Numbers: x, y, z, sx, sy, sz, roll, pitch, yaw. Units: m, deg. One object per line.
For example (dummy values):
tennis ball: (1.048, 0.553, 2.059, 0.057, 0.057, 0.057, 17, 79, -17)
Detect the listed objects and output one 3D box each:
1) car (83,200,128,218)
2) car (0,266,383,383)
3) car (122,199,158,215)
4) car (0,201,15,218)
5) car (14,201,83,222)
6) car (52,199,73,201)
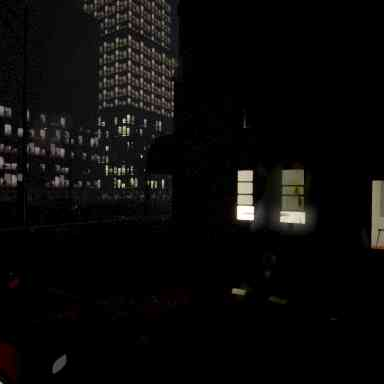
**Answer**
car: (-8.631, 1.731, 31.956, 1.947, 1.339, 4.313, 1, 0, 34)
car: (-0.024, 1.544, 2.839, 4.507, 1.381, 1.887, 0, 1, 34)
car: (-5.543, 1.773, 36.483, 1.802, 1.307, 4.206, 1, 0, 34)
car: (-17.556, 1.542, 29.372, 1.837, 1.490, 4.892, 1, 0, 34)
car: (-11.721, 1.690, 27.428, 2.008, 1.369, 4.403, 1, 0, 34)
car: (-15.167, 1.474, 37.700, 1.967, 1.590, 4.097, 1, 0, 34)
